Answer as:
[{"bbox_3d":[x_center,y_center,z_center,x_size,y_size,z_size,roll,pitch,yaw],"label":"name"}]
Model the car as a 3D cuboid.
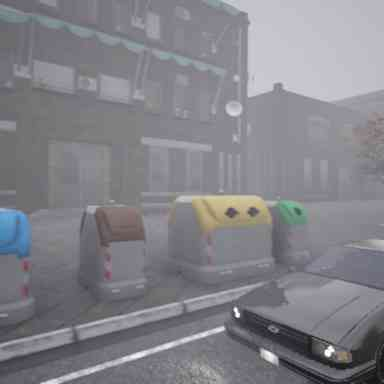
[{"bbox_3d":[3.069,1.532,5.446,5.357,1.411,2.033,0,0,-36],"label":"car"}]
